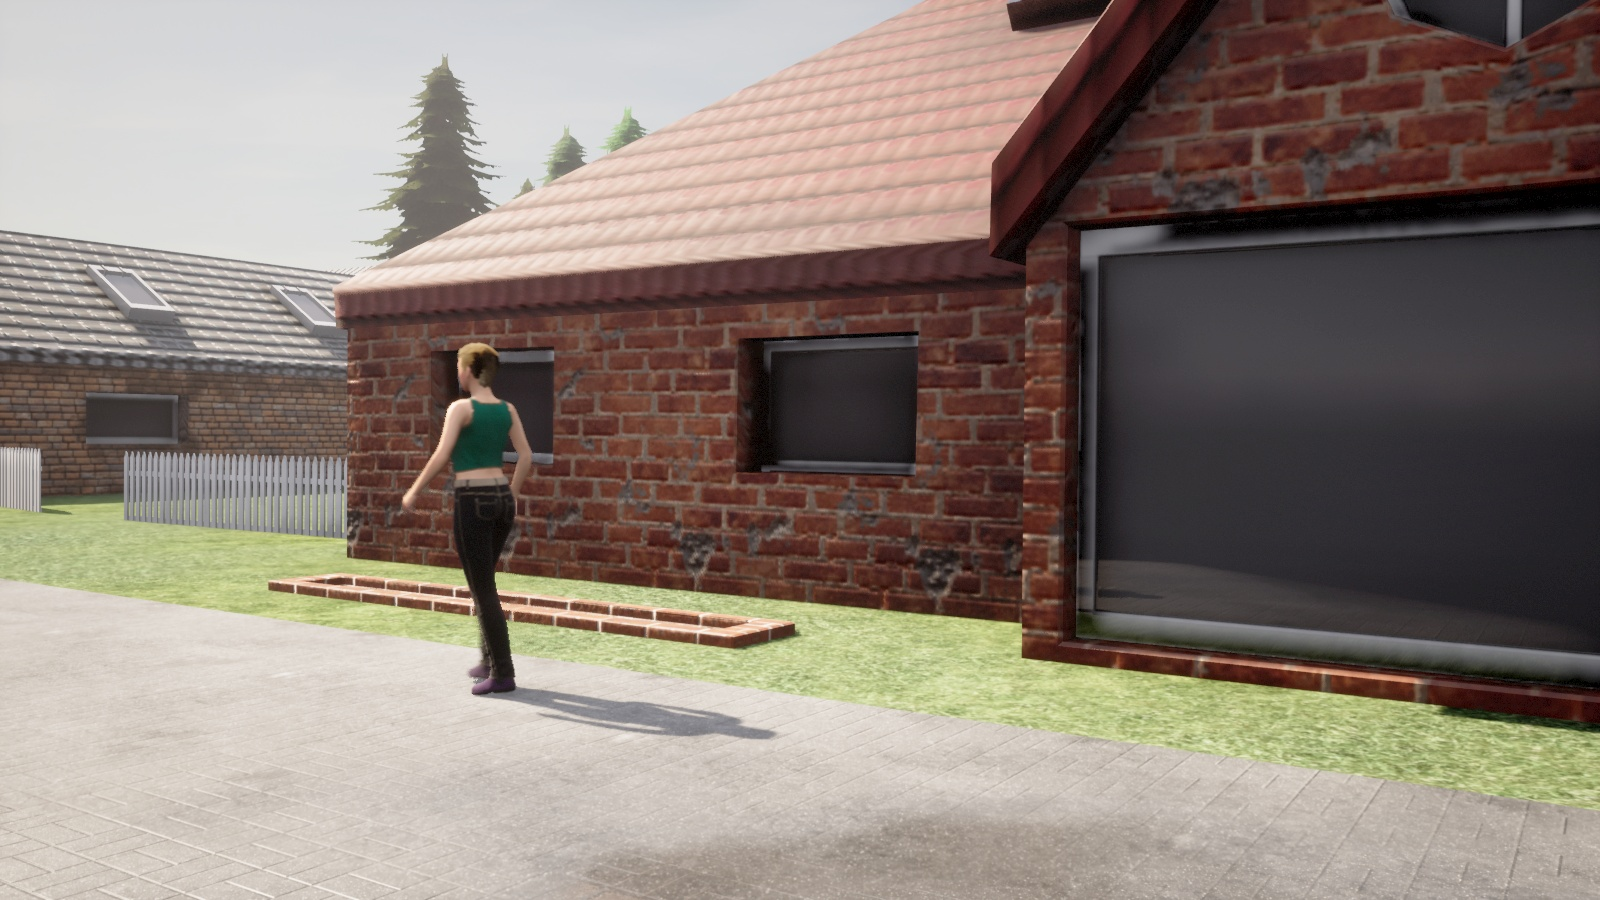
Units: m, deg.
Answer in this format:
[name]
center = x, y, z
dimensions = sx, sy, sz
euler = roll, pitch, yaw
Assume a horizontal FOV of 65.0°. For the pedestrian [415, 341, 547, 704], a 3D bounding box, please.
[pedestrian]
center = -1.692, 0.365, 6.654
dimensions = 0.594, 1.836, 0.345
euler = 0, 1, 33
